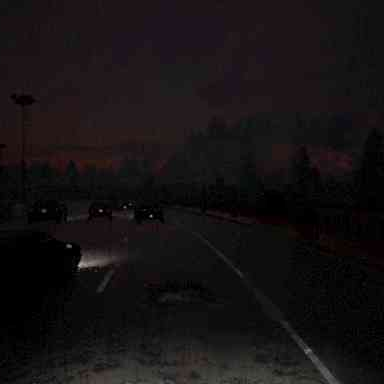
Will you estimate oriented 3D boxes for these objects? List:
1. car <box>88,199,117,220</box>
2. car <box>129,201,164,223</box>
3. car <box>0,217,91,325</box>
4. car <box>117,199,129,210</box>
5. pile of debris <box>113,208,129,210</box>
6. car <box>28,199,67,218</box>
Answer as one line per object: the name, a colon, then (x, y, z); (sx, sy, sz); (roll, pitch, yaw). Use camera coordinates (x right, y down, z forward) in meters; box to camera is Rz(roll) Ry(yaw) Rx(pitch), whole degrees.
car: (-7.639, 1.480, 27.626); (2.033, 1.411, 5.357); (0, 0, -17)
car: (-3.286, 1.410, 24.658); (2.128, 1.511, 4.902); (0, 0, -13)
car: (-3.828, 1.530, 6.943); (2.033, 1.411, 5.357); (0, 0, -5)
car: (-8.598, 1.501, 40.507); (1.895, 1.301, 4.718); (0, 0, -22)
pile of debris: (-8.759, 2.074, 41.039); (1.500, 0.140, 1.860); (0, 0, -23)
car: (-10.398, 1.308, 24.253); (2.097, 1.767, 4.553); (0, 0, -14)
